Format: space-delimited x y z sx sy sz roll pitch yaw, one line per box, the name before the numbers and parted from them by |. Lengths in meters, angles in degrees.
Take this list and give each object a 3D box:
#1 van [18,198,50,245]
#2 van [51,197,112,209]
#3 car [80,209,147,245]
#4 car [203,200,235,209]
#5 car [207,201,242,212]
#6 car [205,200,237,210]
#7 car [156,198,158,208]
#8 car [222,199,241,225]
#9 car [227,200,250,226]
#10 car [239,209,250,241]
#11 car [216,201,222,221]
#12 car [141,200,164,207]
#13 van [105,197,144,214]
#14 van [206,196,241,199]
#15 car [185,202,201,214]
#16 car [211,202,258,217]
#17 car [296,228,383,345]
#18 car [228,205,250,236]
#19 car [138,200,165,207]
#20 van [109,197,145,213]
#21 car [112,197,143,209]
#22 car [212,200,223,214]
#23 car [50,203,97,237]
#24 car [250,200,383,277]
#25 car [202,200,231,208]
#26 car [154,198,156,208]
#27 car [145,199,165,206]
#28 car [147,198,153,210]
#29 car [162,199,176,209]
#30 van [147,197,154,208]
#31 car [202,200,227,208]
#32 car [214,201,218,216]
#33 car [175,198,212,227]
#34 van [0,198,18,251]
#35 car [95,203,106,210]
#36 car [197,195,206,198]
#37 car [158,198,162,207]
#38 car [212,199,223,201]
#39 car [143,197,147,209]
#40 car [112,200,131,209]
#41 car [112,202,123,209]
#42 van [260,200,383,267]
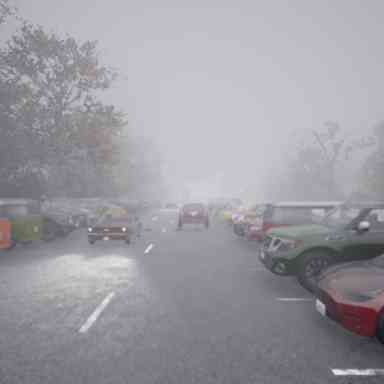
van | -8.657 1.313 13.816 4.442 1.987 1.878 0 -1 0
van | -8.658 1.456 24.896 4.442 1.987 1.878 0 -1 0
car | -3.602 1.690 16.207 1.895 1.301 4.718 0 -1 0
car | 4.722 2.143 58.084 5.366 1.575 1.946 0 -1 0
car | 4.508 1.997 47.112 4.792 1.488 2.163 0 -1 0
car | 4.543 2.048 52.665 4.892 1.521 2.231 0 -1 0
car | -8.572 2.123 55.353 4.792 1.488 2.163 0 -1 0
car | 4.570 1.521 22.130 4.553 1.767 2.185 0 -1 0
car | 4.570 1.485 19.354 4.553 1.767 2.185 0 -1 0
car | 4.537 1.579 13.800 4.674 1.452 2.002 0 -1 0
car | 4.724 1.679 24.905 5.366 1.575 1.946 0 -1 0
car | -8.541 2.485 72.094 4.674 1.452 2.002 0 -1 0
van | -8.425 1.671 41.641 4.442 1.987 1.878 0 -1 0
van | 4.421 1.706 44.339 4.442 1.987 1.878 0 -1 0
car | 0.098 1.988 42.257 1.994 1.385 4.181 0 -1 0
car | 4.567 1.854 36.008 4.792 1.488 2.163 0 -1 0
car | 4.511 1.492 5.498 4.792 1.488 2.163 0 0 0
car | 4.545 1.575 16.576 5.008 1.535 2.097 0 -1 0
car | -8.358 2.383 69.325 5.366 1.575 1.946 0 -1 0
van | -8.659 1.706 44.411 4.442 1.987 1.878 0 -1 0
car | -8.514 1.574 36.102 5.566 2.045 2.435 0 -1 0
car | 4.532 1.754 30.456 4.892 1.521 2.231 0 -1 0
car | -8.535 1.612 19.478 5.008 1.535 2.097 0 -1 0
car | 4.511 1.217 8.252 5.566 2.045 2.435 0 -1 0
car | 4.722 2.263 63.756 5.366 1.575 1.946 0 -1 0
car | -8.572 2.077 52.714 4.792 1.488 2.163 0 -1 0
car | -8.576 2.436 77.512 4.553 1.767 2.185 0 -1 0
car | -8.548 1.967 47.178 5.008 1.535 2.097 0 -1 0
car | -3.555 2.258 57.628 1.895 1.301 4.718 0 -1 1
van | -8.434 1.780 49.966 4.442 1.987 1.878 0 -1 0
car | 4.530 2.327 66.531 4.892 1.521 2.231 0 -1 0
car | 4.545 1.719 27.680 4.892 1.521 2.231 0 -1 0
car | 0.100 1.548 24.474 2.097 1.767 4.553 0 -1 0
van | -8.657 1.279 11.171 4.442 1.987 1.878 0 -1 0
car | -8.539 1.688 22.248 4.674 1.452 2.002 0 -1 0
car | 4.507 2.194 72.088 5.566 2.045 2.435 0 -1 0
car | -8.515 2.236 61.017 4.792 1.488 2.163 0 -1 0
car | 4.724 1.786 33.232 5.366 1.575 1.946 0 -1 0
car | -8.514 1.610 38.872 5.566 2.045 2.435 0 -1 0
car | -8.536 1.754 30.558 5.008 1.535 2.097 0 -1 0
car | -8.544 1.757 27.663 4.674 1.452 2.002 0 -1 0
van | 4.656 1.278 11.028 4.442 1.987 1.878 0 -1 0
